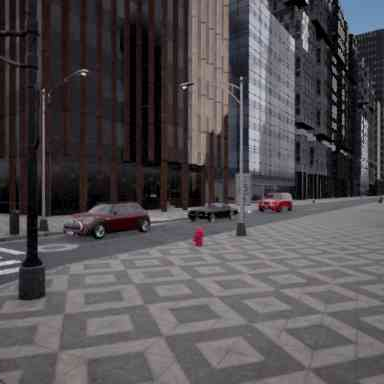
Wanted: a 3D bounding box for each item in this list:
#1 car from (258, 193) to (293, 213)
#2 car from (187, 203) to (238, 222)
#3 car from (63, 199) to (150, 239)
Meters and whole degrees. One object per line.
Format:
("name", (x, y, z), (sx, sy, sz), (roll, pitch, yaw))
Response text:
("car", (9.101, 1.107, 35.878), (2.150, 2.045, 5.566), (0, 0, 35))
("car", (1.644, 1.519, 25.461), (1.895, 1.301, 4.718), (0, 0, 36))
("car", (-4.284, 1.298, 17.188), (2.097, 1.767, 4.553), (0, 0, 36))
